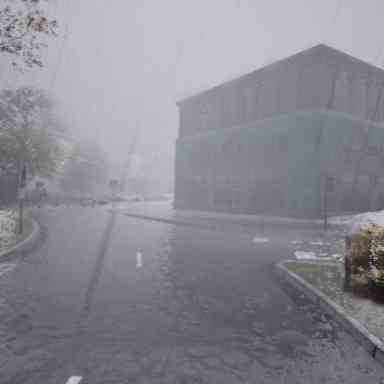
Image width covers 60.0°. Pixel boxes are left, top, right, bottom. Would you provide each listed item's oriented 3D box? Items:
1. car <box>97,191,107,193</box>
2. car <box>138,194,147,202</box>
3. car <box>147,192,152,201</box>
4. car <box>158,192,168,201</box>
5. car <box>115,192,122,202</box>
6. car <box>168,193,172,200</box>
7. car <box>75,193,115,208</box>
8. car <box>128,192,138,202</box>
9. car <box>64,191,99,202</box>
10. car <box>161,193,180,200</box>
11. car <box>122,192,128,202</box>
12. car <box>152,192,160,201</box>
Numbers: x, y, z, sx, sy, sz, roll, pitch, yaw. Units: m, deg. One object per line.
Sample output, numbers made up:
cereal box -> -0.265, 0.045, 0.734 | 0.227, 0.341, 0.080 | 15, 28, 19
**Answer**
car -> -17.447, 0.795, 57.433 | 5.566, 2.045, 2.435 | 1, 0, 3
car -> -12.690, 0.977, 68.361 | 5.566, 2.045, 2.435 | 1, 0, 4
car -> -11.487, 1.127, 71.075 | 4.553, 1.767, 2.185 | 1, 0, 4
car -> -9.103, 1.021, 76.499 | 5.566, 2.045, 2.435 | 1, 1, 4
car -> -16.230, 0.847, 60.178 | 5.566, 2.045, 2.435 | 1, -1, 3
car -> -7.847, 1.270, 79.214 | 4.892, 1.521, 2.231 | 1, 0, 4
car -> -12.405, 1.206, 42.889 | 2.128, 1.511, 4.902 | 2, 0, 14
car -> -14.105, 1.185, 65.632 | 5.366, 1.575, 1.946 | 1, 0, 3
car -> -18.569, 0.998, 54.690 | 4.892, 1.521, 2.231 | 1, 0, 2
car -> -5.359, 1.109, 84.603 | 4.553, 1.767, 2.185 | 1, 1, 5
car -> -15.125, 1.022, 62.906 | 4.553, 1.767, 2.185 | 1, -1, 3
car -> -10.336, 1.297, 73.791 | 4.792, 1.488, 2.163 | 1, 1, 4
